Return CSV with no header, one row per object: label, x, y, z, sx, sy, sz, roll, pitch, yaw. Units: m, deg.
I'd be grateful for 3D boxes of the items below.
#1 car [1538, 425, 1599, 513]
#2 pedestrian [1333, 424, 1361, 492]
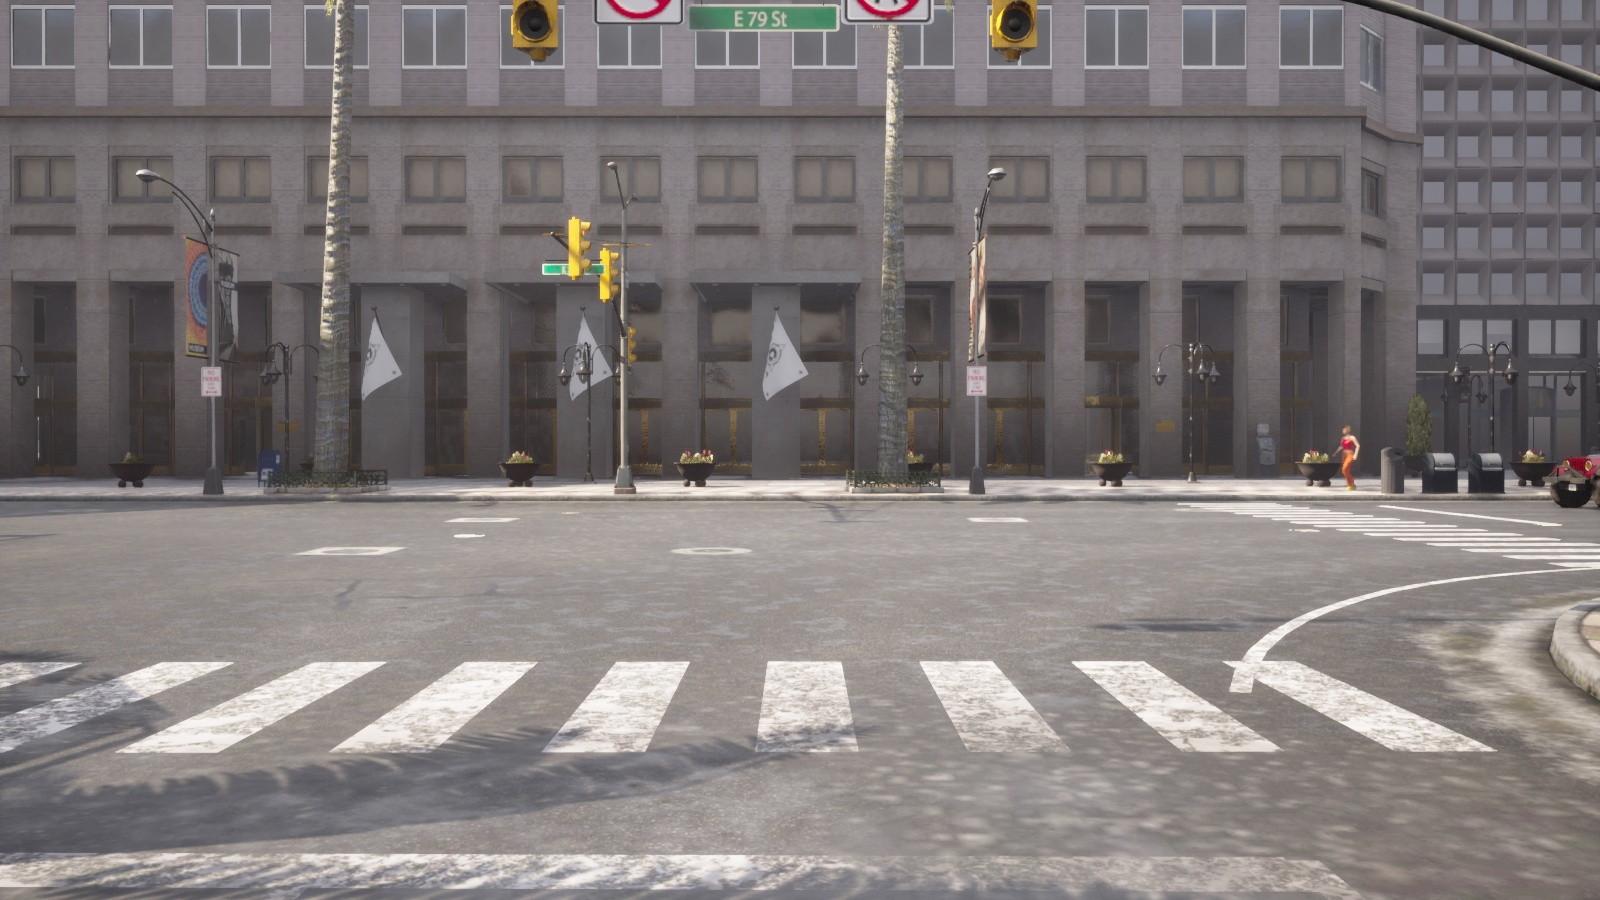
car,18.784,0.401,27.708,3.866,1.878,1.905,0,0,1
pedestrian,15.002,0.221,34.449,0.594,1.836,0.345,0,0,-13
